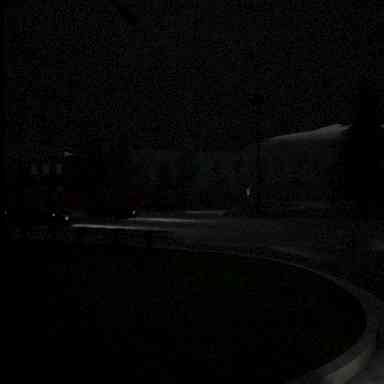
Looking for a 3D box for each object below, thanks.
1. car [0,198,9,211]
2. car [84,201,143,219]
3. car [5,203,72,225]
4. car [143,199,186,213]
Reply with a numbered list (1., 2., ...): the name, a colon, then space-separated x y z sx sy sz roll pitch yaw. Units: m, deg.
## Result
1. car: -24.902 1.467 40.428 5.008 1.535 1.882 0 0 23
2. car: -7.222 1.507 29.310 4.902 1.511 2.128 0 0 23
3. car: -10.623 1.494 23.142 4.902 1.511 2.128 0 0 23
4. car: -3.196 1.523 37.616 4.902 1.511 2.128 0 0 -7
